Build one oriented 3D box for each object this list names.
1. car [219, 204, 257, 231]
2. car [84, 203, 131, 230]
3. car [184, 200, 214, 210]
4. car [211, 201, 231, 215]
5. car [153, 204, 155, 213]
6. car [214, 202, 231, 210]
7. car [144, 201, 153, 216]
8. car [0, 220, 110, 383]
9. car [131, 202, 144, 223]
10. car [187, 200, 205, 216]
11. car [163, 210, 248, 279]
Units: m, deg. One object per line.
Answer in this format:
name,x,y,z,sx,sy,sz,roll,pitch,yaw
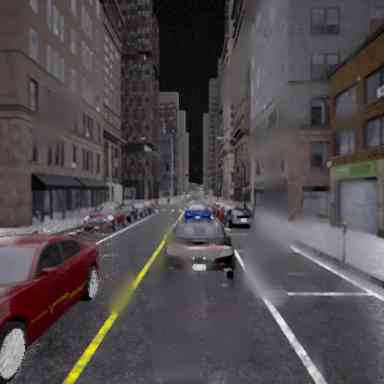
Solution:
car,3.017,1.675,21.283,1.947,1.339,4.313,-1,0,1
car,-5.509,1.549,21.396,1.967,1.590,4.097,-1,0,1
car,0.416,1.607,25.102,1.882,1.535,5.008,0,0,1
car,3.235,1.743,37.797,1.887,1.381,4.507,-1,0,1
car,-5.289,1.742,37.910,1.887,1.381,4.507,-1,0,1
car,3.090,1.684,26.787,1.887,1.381,4.507,-1,0,1
car,-5.362,1.719,32.405,2.008,1.369,4.403,-1,0,1
car,-3.044,1.506,5.606,1.882,1.535,5.008,0,0,1
car,-5.435,1.704,26.900,1.947,1.339,4.313,-1,0,1
car,0.458,1.643,35.760,1.801,1.575,5.366,0,0,1
car,0.216,1.544,10.176,2.128,1.511,4.902,0,0,1
